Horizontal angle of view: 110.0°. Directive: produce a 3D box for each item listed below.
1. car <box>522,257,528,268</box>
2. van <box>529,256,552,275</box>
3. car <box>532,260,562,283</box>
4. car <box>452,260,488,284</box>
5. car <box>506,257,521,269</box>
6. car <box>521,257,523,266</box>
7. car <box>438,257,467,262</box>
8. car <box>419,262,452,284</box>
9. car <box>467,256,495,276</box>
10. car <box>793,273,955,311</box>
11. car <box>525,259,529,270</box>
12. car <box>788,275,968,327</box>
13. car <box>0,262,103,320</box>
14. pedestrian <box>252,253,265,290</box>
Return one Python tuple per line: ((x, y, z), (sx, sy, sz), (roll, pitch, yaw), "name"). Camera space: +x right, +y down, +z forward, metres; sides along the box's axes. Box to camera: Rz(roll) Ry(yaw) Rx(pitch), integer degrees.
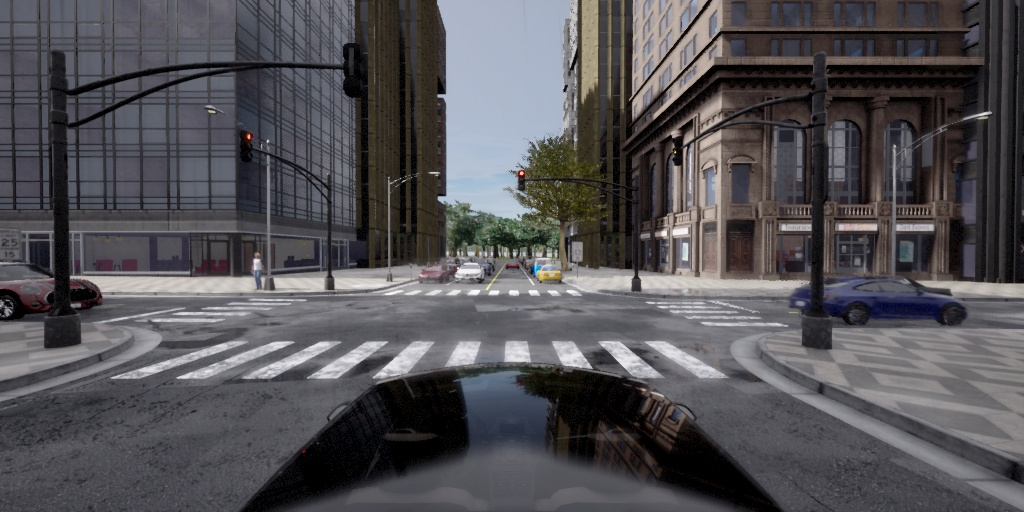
((2.768, 1.210, 49.823), (1.751, 1.417, 4.829), (0, 0, 0), "car")
((2.766, 1.062, 32.614), (1.690, 1.789, 3.998), (0, 0, 0), "van")
((2.765, 1.255, 27.104), (1.751, 1.417, 4.829), (0, 0, 0), "car")
((-3.094, 1.255, 27.170), (1.812, 1.442, 4.674), (0, 0, 0), "car")
((0.106, 1.231, 56.136), (1.994, 1.385, 4.181), (0, 0, 0), "car")
((2.769, 1.215, 55.332), (1.888, 1.381, 4.507), (0, 0, 0), "car")
((-5.759, 1.036, 32.607), (2.192, 1.841, 5.009), (0, 0, 0), "car")
((-5.760, 1.312, 26.926), (1.802, 1.307, 4.207), (0, 0, 0), "car")
((-3.094, 1.067, 36.050), (2.097, 1.767, 4.553), (0, 0, 0), "car")
((14.711, 1.444, 14.777), (4.718, 1.301, 1.895), (0, 1, 0), "car")
((2.767, 1.277, 38.294), (1.948, 1.339, 4.313), (0, 0, 0), "car")
((11.595, 1.385, 11.570), (4.674, 1.442, 1.812), (0, 1, 0), "car")
((-16.270, 0.991, 11.518), (4.553, 1.767, 2.097), (0, 1, 0), "car")
((-12.521, 0.742, 17.756), (0.375, 1.860, 0.375), (0, 0, 0), "pedestrian")
